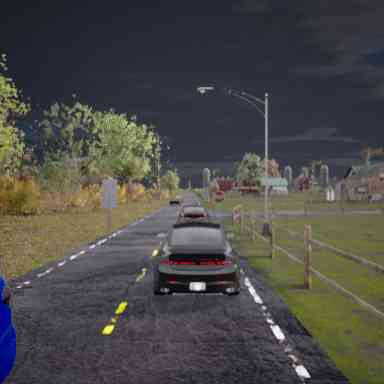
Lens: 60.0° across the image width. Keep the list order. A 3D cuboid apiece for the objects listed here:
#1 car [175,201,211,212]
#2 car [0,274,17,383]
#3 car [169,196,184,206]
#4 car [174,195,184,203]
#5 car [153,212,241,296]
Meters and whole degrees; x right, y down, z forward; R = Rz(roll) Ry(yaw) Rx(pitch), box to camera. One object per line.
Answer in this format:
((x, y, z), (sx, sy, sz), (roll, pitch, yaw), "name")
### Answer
((0.111, 1.529, 19.722), (1.837, 1.490, 4.892), (0, 0, 0), "car")
((-2.750, 1.223, 0.923), (2.150, 2.045, 5.566), (0, 0, 0), "car")
((-2.796, 1.635, 55.657), (1.895, 1.301, 4.718), (0, 0, 0), "car")
((-2.704, 1.501, 70.707), (1.882, 1.535, 5.008), (0, 0, 0), "car")
((0.106, 1.518, 8.671), (1.837, 1.490, 4.892), (0, 0, 0), "car")
